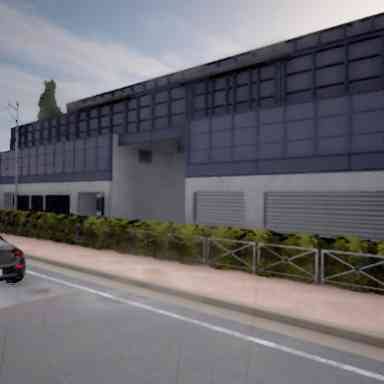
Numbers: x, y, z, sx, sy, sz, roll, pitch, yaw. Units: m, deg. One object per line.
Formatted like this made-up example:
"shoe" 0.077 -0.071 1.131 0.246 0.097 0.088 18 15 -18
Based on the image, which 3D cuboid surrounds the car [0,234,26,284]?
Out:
"car" -6.085 1.615 8.697 4.674 1.442 1.812 0 -1 38
